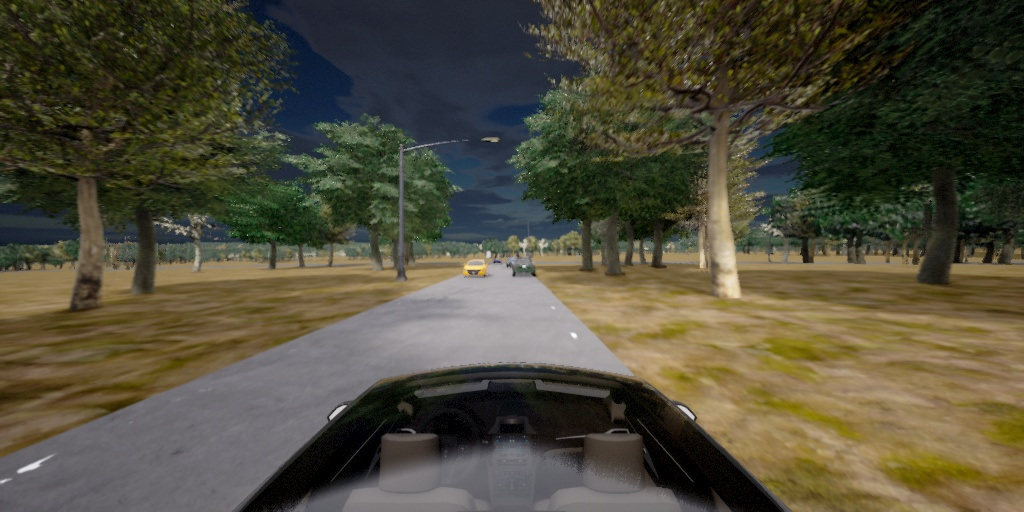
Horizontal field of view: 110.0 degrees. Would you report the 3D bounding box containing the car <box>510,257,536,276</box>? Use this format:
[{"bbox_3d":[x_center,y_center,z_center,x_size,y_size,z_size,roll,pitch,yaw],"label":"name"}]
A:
[{"bbox_3d":[1.055,0.918,33.211,2.097,1.767,4.553,0,0,0],"label":"car"}]

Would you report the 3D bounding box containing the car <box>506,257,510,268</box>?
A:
[{"bbox_3d":[0.024,1.144,55.486,1.895,1.301,4.718,0,0,0],"label":"car"}]

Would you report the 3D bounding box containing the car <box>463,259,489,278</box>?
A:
[{"bbox_3d":[-3.072,1.050,31.137,1.882,1.535,5.008,0,0,0],"label":"car"}]
